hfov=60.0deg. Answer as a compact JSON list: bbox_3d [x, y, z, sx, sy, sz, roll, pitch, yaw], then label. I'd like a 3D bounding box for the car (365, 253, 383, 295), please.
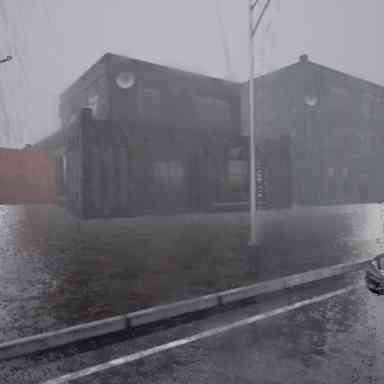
[{"bbox_3d":[5.822,1.514,7.533,4.674,1.442,1.812,0,0,-35],"label":"car"}]
